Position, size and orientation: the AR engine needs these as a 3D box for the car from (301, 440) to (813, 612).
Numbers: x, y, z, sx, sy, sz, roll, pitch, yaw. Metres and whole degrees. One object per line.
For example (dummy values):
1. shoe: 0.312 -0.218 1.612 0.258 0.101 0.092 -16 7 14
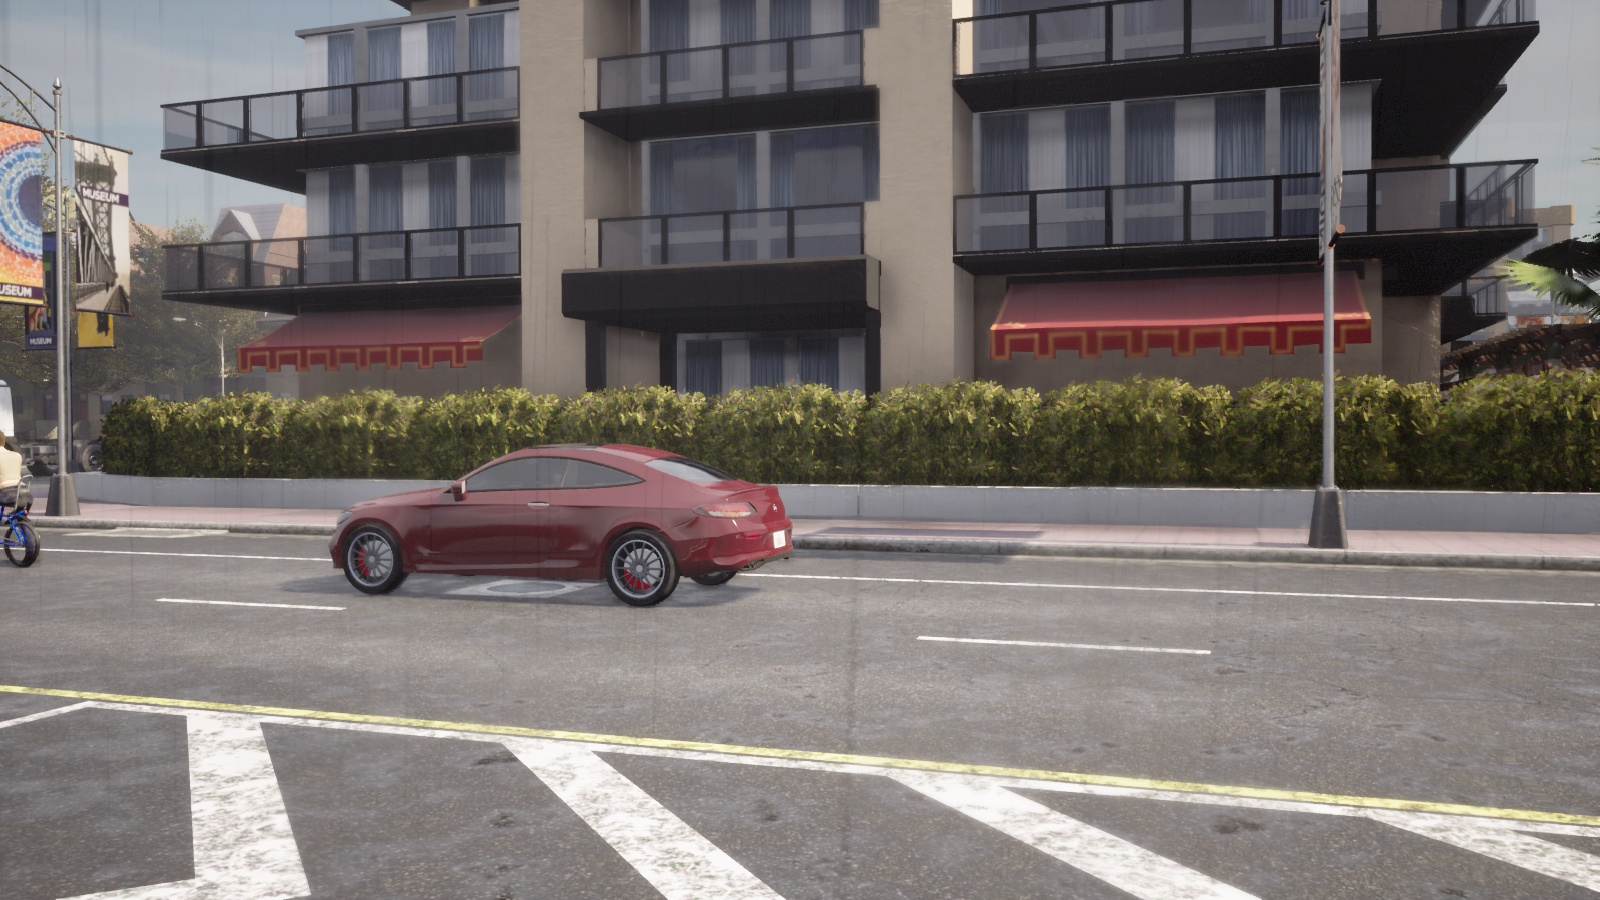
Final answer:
1. car: -2.382 0.645 12.406 4.674 1.442 1.812 1 1 19

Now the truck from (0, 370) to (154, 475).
1. truck: -26.963 -0.961 43.958 2.891 3.462 7.936 1 1 18

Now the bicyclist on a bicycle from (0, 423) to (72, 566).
1. bicyclist on a bicycle: -9.546 0.490 14.820 1.509 1.612 0.866 1 1 19
